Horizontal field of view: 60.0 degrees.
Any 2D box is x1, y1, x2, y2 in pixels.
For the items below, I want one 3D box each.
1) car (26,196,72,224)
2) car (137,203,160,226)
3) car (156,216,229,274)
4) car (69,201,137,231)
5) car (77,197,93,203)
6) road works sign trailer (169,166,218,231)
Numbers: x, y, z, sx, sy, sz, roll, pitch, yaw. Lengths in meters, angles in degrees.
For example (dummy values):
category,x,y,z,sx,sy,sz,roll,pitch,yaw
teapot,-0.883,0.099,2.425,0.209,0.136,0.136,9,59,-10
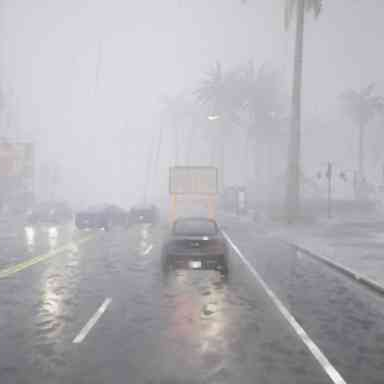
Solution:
category,x,y,z,sx,sy,sz,roll,pitch,yaw
car,-10.801,1.429,25.474,2.097,1.767,4.553,0,0,-3
car,-3.426,1.551,24.265,1.882,1.535,5.008,0,0,-2
car,0.094,1.539,10.672,1.837,1.490,4.892,0,0,0
car,-5.513,1.558,21.321,1.882,1.535,5.008,-1,-1,11
car,-20.795,1.704,64.868,1.837,1.490,4.892,1,-1,-38
road works sign trailer,0.070,0.514,16.441,2.380,3.560,2.880,0,0,-1
